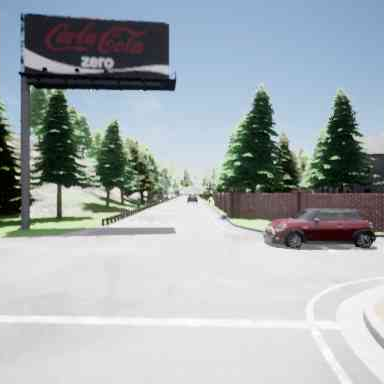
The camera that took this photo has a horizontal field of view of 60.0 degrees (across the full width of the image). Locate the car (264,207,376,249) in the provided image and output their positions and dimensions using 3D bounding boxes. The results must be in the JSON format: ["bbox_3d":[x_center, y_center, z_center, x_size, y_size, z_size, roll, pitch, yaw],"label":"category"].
[{"bbox_3d":[5.585,1.507,14.903,4.553,1.767,2.097,0,0,-3],"label":"car"}]

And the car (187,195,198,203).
[{"bbox_3d":[0.114,1.301,68.279,2.097,1.767,4.553,0,0,0],"label":"car"}]
